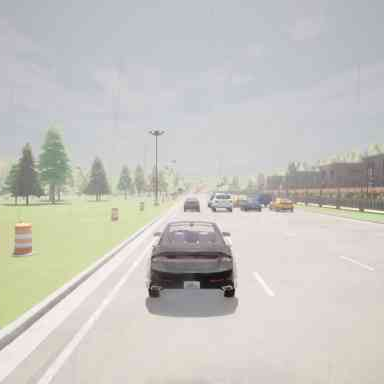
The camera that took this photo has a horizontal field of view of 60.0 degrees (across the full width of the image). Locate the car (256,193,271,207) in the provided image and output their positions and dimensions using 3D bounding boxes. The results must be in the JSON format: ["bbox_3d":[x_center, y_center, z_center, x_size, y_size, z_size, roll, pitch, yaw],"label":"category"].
[{"bbox_3d":[10.469,1.221,49.600,2.150,2.045,5.566,0,0,0],"label":"car"}]

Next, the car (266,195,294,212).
[{"bbox_3d":[10.476,1.478,39.150,1.882,1.535,5.008,0,0,0],"label":"car"}]

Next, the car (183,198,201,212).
[{"bbox_3d":[-0.024,1.491,39.144,2.128,1.511,4.902,0,0,0],"label":"car"}]

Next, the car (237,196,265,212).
[{"bbox_3d":[6.975,1.564,39.565,1.994,1.385,4.181,0,0,0],"label":"car"}]

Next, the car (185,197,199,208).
[{"bbox_3d":[-0.031,1.547,49.564,2.033,1.411,5.357,0,0,0],"label":"car"}]

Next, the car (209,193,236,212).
[{"bbox_3d":[3.475,1.221,39.176,2.150,2.045,5.566,0,0,0],"label":"car"}]

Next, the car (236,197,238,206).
[{"bbox_3d":[6.969,1.478,49.568,1.882,1.535,5.008,0,0,0],"label":"car"}]

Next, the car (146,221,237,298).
[{"bbox_3d":[-0.006,1.492,8.531,2.128,1.511,4.902,0,0,0],"label":"car"}]

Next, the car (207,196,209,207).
[{"bbox_3d":[3.469,1.221,49.596,2.150,2.045,5.566,0,0,0],"label":"car"}]
